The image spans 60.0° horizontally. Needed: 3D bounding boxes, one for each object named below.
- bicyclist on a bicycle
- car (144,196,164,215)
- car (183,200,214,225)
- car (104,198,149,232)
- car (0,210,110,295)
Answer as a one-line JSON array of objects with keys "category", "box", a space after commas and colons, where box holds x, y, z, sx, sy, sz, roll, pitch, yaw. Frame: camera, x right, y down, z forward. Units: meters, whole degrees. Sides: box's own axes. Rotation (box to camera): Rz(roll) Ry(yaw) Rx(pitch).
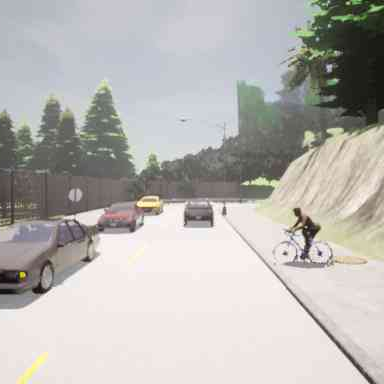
[{"category": "bicyclist on a bicycle", "box": [3.071, 1.242, 9.216, 1.656, 1.620, 0.582, 0, 1, 1]}, {"category": "car", "box": [-3.602, 1.136, 29.005, 1.882, 1.535, 5.008, 0, 1, 1]}, {"category": "car", "box": [0.435, 1.240, 21.549, 2.128, 1.511, 4.902, 0, 1, 1]}, {"category": "car", "box": [-3.807, 1.305, 18.536, 1.812, 1.442, 4.674, 0, 1, 1]}, {"category": "car", "box": [-3.979, 1.440, 8.829, 2.033, 1.411, 5.357, 0, 1, 1]}]
